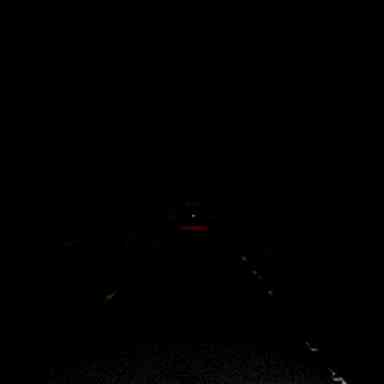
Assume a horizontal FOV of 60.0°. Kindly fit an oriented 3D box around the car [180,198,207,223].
[{"bbox_3d":[0.095,1.448,25.063,1.882,1.535,5.008,0,0,0],"label":"car"}]
